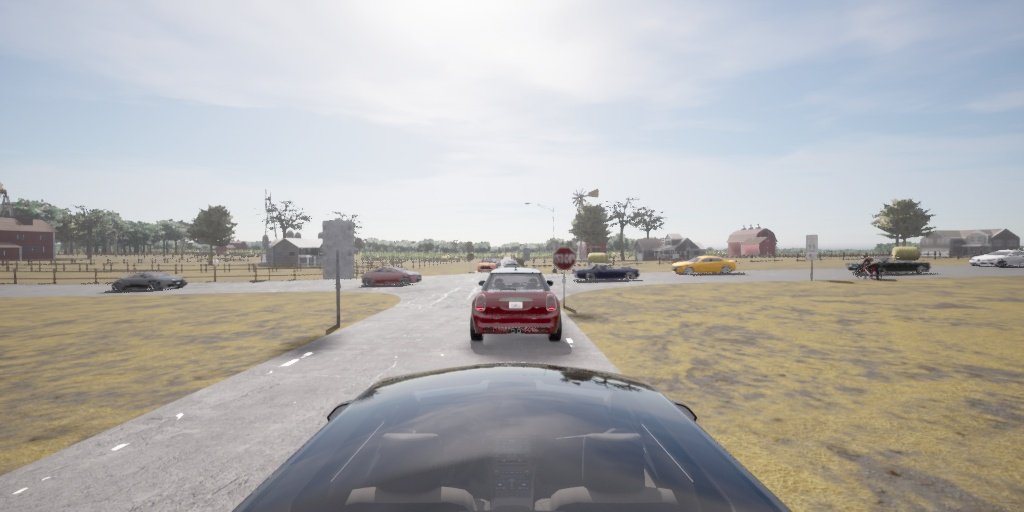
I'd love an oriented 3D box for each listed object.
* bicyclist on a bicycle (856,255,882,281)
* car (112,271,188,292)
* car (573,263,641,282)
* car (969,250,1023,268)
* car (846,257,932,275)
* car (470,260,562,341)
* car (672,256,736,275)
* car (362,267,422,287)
[{"bbox_3d":[22.792,0.745,22.911,0.582,1.620,1.656,-1,0,0],"label":"bicyclist on a bicycle"},{"bbox_3d":[-26.788,1.854,26.607,4.181,1.385,1.994,-1,1,0],"label":"car"},{"bbox_3d":[7.020,1.187,26.758,4.718,1.301,1.895,-1,1,0],"label":"car"},{"bbox_3d":[42.086,0.237,30.560,4.674,1.442,1.812,-1,1,0],"label":"car"},{"bbox_3d":[28.176,0.704,26.837,4.718,1.301,1.895,-1,1,0],"label":"car"},{"bbox_3d":[0.110,1.099,10.019,2.097,1.767,4.553,0,0,1],"label":"car"},{"bbox_3d":[16.243,0.781,30.477,5.008,1.535,1.882,-1,1,0],"label":"car"},{"bbox_3d":[-8.887,1.484,26.679,4.181,1.385,1.994,-1,1,0],"label":"car"}]
